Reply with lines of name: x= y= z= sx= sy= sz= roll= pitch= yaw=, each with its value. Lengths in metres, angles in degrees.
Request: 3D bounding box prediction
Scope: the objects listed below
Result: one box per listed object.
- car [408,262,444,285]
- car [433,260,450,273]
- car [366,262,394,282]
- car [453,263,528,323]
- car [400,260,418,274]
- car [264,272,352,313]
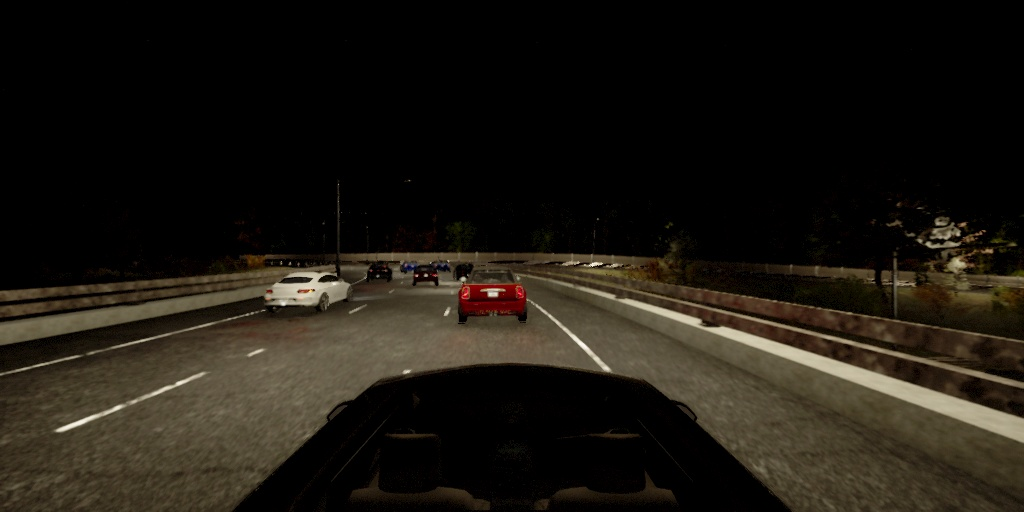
car: x=-6.504 y=1.389 z=26.992 sx=2.033 sy=1.411 sz=5.357 roll=0 pitch=0 yaw=-14
car: x=-9.433 y=1.252 z=46.373 sx=2.097 sy=1.767 sz=4.553 roll=0 pitch=0 yaw=-23
car: x=-11.049 y=1.364 z=30.174 sx=2.128 sy=1.511 sz=4.902 roll=0 pitch=0 yaw=-16
car: x=-0.735 y=1.131 z=12.487 sx=2.097 sy=1.767 sz=4.553 roll=0 pitch=0 yaw=-5
car: x=-13.000 y=1.270 z=45.818 sx=2.097 sy=1.767 sz=4.553 roll=0 pitch=0 yaw=-24
car: x=-7.946 y=1.346 z=14.320 sx=1.812 sy=1.442 sz=4.674 roll=0 pitch=0 yaw=-7
